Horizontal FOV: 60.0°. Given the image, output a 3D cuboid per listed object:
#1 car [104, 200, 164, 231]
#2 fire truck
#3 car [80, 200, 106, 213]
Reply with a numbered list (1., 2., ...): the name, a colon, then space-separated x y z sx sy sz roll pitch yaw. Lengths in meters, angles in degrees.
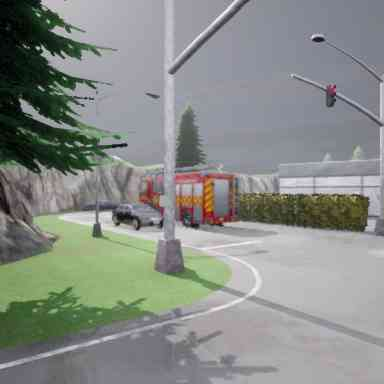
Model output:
1. car: -3.470 1.491 21.076 2.128 1.511 4.902 0 0 -36
2. fire truck: -0.616 0.342 23.241 2.891 3.827 8.468 0 0 -36
3. car: -10.377 1.601 37.317 1.895 1.301 4.718 0 0 19
